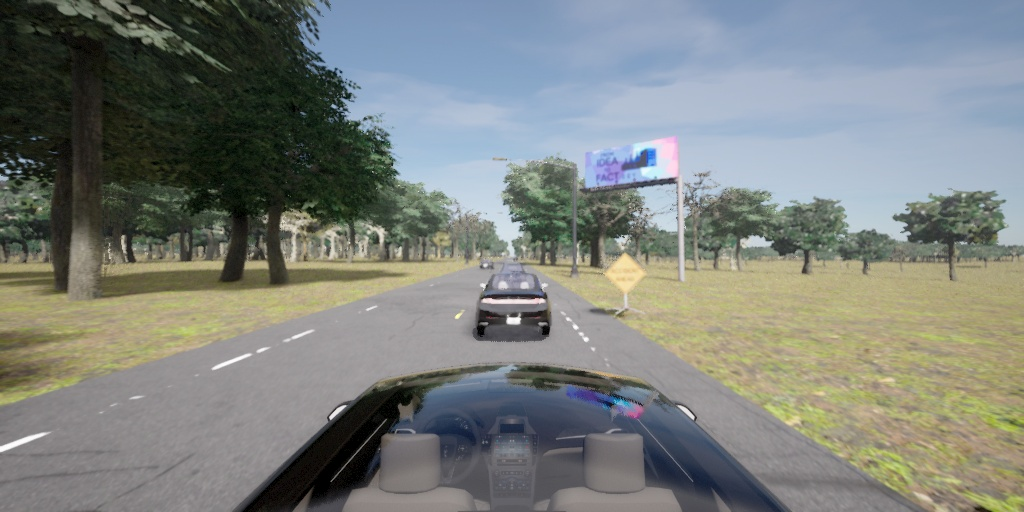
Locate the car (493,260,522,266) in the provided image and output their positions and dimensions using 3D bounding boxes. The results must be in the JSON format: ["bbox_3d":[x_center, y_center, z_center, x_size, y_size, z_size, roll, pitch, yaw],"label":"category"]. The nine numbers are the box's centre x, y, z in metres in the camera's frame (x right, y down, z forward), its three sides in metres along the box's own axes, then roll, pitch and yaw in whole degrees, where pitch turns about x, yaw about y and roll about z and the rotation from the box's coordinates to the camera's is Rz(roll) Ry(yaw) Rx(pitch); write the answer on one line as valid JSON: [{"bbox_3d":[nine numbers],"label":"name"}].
[{"bbox_3d":[0.048,1.210,24.667,2.033,1.411,5.357,0,0,0],"label":"car"}]

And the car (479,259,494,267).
[{"bbox_3d":[-3.570,1.112,50.903,2.128,1.511,4.902,0,0,0],"label":"car"}]

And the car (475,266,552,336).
[{"bbox_3d":[0.052,1.204,10.260,2.128,1.511,4.902,0,0,1],"label":"car"}]

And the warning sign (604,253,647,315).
[{"bbox_3d":[3.552,0.824,11.200,1.300,1.860,1.060,0,0,0],"label":"warning sign"}]
